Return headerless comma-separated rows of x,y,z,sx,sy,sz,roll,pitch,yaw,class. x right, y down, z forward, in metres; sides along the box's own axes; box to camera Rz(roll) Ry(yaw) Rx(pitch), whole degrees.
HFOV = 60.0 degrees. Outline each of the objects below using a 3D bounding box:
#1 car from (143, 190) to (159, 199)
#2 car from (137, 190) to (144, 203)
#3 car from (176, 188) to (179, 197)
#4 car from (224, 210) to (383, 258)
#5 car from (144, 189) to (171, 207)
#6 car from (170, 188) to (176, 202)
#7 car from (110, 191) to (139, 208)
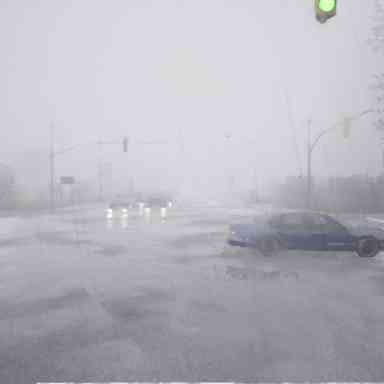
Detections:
-7.066,0.332,57.694,2.033,1.411,5.357,0,1,1,car
-7.110,0.571,44.141,1.837,1.490,4.892,0,2,0,car
-3.526,0.036,62.448,2.097,1.767,4.553,0,1,0,car
3.786,1.310,11.143,5.357,1.411,2.033,0,1,3,car
-3.609,0.724,35.709,1.882,1.535,5.008,0,1,0,car
-3.609,0.518,45.528,1.882,1.535,5.008,0,2,0,car
-7.119,0.872,34.523,1.895,1.301,4.718,0,1,1,car
